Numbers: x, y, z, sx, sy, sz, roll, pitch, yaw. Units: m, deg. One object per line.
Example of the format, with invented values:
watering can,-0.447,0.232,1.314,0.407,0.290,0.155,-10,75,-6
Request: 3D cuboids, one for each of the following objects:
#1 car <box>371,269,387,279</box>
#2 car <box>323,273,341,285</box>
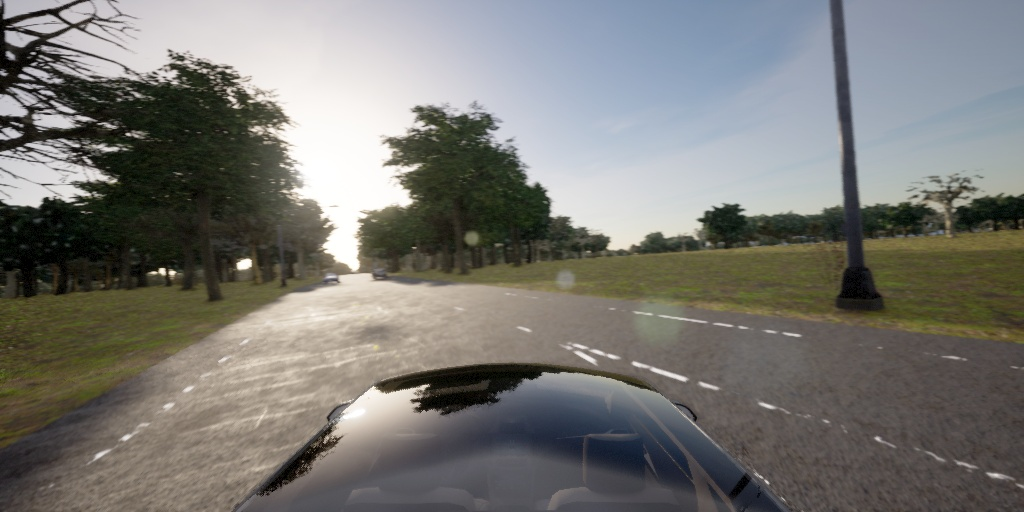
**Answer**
car,-20.482,2.709,55.209,2.128,1.511,4.902,-5,0,-27
car,-25.182,3.140,50.093,1.812,1.442,4.674,-5,0,-22
